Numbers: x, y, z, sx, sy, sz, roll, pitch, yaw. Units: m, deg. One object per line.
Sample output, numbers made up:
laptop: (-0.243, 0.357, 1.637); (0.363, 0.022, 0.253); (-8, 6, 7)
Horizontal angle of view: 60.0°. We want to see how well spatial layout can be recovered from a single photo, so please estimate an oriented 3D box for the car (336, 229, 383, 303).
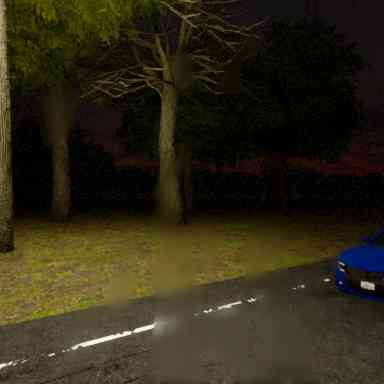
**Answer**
car: (5.309, 1.474, 7.675); (5.008, 1.535, 1.882); (0, 0, -36)
